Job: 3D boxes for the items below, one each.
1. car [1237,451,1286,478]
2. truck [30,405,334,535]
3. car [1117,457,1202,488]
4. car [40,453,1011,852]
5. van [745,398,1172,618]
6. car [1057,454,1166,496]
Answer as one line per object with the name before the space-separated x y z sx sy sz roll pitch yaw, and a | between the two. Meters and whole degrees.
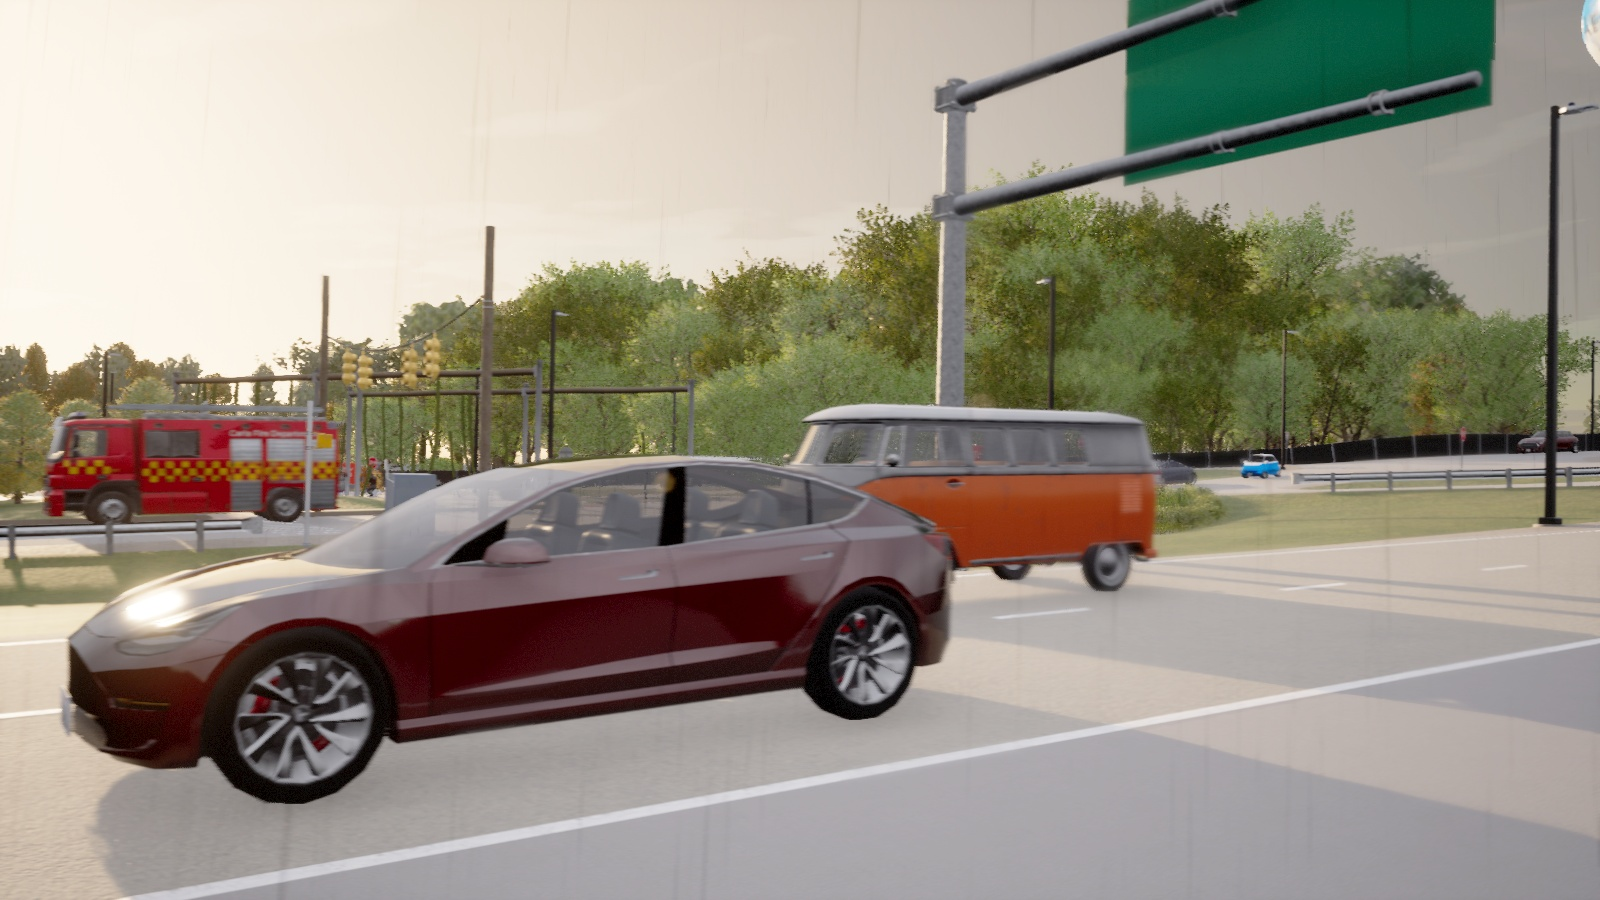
car | 25.825 0.796 70.266 2.207 1.376 1.481 -3 2 -34
truck | -19.835 0.566 40.640 8.468 3.827 2.891 0 0 -35
car | 18.773 1.159 65.523 4.181 1.385 1.994 -2 1 -34
car | -1.343 0.765 6.957 4.792 1.488 2.163 0 0 -35
van | 1.775 0.529 13.353 4.442 1.987 1.775 0 0 -35
car | 14.157 1.123 57.039 4.611 1.667 2.242 -3 -1 16
